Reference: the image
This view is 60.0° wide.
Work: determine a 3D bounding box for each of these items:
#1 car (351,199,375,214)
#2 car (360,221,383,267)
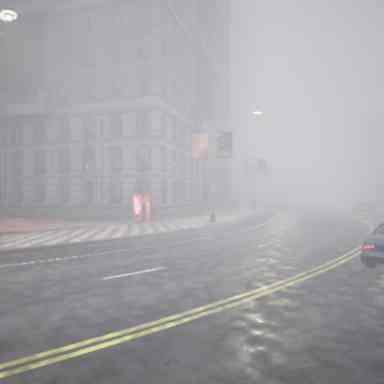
[{"bbox_3d":[19.218,1.584,37.572,1.882,1.535,5.008,0,0,18],"label":"car"},{"bbox_3d":[6.932,1.575,10.743,2.033,1.411,5.357,0,0,39],"label":"car"}]
